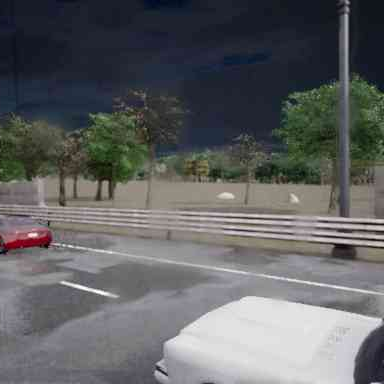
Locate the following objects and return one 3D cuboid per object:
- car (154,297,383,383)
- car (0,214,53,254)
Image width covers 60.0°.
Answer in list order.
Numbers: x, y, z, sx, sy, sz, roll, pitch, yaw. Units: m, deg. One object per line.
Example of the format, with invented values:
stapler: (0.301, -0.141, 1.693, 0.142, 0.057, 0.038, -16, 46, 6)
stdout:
car: (1.984, 1.600, 2.577, 4.718, 1.301, 1.895, 0, 0, 35)
car: (-7.645, 1.606, 13.741, 4.181, 1.385, 1.994, 0, 0, 35)
